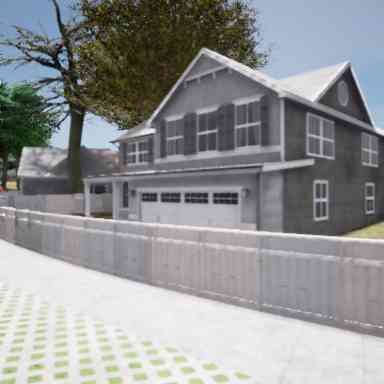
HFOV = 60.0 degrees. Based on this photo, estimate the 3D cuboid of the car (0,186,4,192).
[{"bbox_3d":[-33.325,-0.026,54.912,2.150,2.045,5.566,0,2,-2],"label":"car"}]
